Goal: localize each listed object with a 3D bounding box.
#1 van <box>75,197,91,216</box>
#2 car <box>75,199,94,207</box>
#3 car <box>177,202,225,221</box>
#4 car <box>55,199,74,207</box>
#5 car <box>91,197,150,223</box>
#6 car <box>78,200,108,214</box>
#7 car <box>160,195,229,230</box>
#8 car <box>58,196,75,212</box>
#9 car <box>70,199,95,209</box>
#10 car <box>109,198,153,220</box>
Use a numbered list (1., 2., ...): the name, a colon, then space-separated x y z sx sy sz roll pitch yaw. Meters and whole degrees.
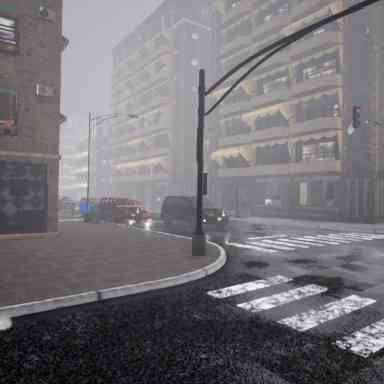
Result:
1. van: -8.815 1.355 29.980 1.690 1.788 3.998 1 -1 -35
2. car: -18.557 1.867 57.262 1.802 1.307 4.206 1 -1 -35
3. car: 0.735 1.686 30.141 1.752 1.417 4.829 1 -1 -35
4. car: -22.539 1.848 58.613 1.895 1.301 4.718 1 -1 -36
5. car: -5.583 1.310 25.437 2.192 1.841 5.009 1 -1 -35
6. car: -11.301 1.657 37.755 1.994 1.385 4.181 1 -1 -35
7. car: 0.010 1.249 21.827 2.150 2.045 5.566 1 -1 -36
8. car: -15.279 1.369 39.068 2.192 1.841 5.009 1 -1 -35
9. car: -16.515 1.753 50.146 2.033 1.411 5.357 1 -1 -35
10. car: -5.564 1.410 29.672 2.097 1.767 4.553 1 -1 -35
